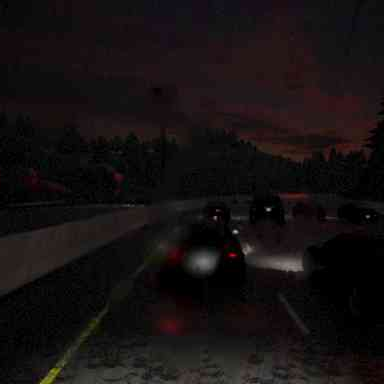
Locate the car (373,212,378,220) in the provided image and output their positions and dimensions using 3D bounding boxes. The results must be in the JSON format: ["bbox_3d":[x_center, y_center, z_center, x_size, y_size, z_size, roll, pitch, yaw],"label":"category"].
[{"bbox_3d":[7.420,1.532,9.713,1.812,1.442,4.674,0,0,4],"label":"car"}]

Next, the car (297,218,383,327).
[{"bbox_3d":[3.736,1.525,6.856,1.812,1.442,4.674,0,0,3],"label":"car"}]

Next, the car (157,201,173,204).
[{"bbox_3d":[-3.456,1.415,52.187,1.812,1.442,4.674,0,0,16],"label":"car"}]

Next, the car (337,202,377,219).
[{"bbox_3d":[12.539,1.518,25.373,1.812,1.442,4.674,0,0,8],"label":"car"}]

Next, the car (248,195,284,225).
[{"bbox_3d":[5.228,1.196,23.764,2.150,2.045,5.566,0,0,8],"label":"car"}]

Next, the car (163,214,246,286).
[{"bbox_3d":[0.390,1.546,9.412,1.994,1.385,4.181,0,0,4],"label":"car"}]

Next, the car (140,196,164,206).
[{"bbox_3d":[-6.428,1.423,54.586,2.033,1.411,5.357,0,0,16],"label":"car"}]

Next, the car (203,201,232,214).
[{"bbox_3d":[1.913,1.465,25.212,1.837,1.490,4.892,0,1,8],"label":"car"}]

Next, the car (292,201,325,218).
[{"bbox_3d":[9.173,1.457,26.480,1.882,1.535,5.008,0,0,9],"label":"car"}]
